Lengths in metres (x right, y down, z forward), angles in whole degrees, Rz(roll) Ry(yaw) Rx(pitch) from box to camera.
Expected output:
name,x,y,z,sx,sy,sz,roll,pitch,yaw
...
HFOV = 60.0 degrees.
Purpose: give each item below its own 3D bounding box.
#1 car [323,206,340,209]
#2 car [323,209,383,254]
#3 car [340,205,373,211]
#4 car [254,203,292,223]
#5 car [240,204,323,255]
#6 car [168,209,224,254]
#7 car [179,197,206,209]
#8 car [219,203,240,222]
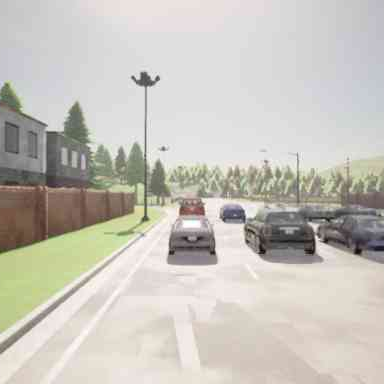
name,x,y,z,sx,sy,sz,roll,pitch,yaw
car,10.513,1.818,28.992,2.033,1.411,5.357,0,-1,0
car,7.007,1.679,13.994,2.033,1.411,5.357,0,-1,0
car,14.013,1.818,28.991,2.033,1.411,5.357,0,-1,0
car,7.016,1.766,29.295,2.128,1.511,4.902,0,0,0
car,3.509,1.482,14.091,2.097,1.767,4.553,0,-1,0
car,0.007,1.678,13.997,2.033,1.411,5.357,0,-1,0
car,0.013,1.487,29.022,2.150,2.045,5.566,0,0,0
car,3.517,1.752,29.475,1.882,1.535,5.008,0,0,0
